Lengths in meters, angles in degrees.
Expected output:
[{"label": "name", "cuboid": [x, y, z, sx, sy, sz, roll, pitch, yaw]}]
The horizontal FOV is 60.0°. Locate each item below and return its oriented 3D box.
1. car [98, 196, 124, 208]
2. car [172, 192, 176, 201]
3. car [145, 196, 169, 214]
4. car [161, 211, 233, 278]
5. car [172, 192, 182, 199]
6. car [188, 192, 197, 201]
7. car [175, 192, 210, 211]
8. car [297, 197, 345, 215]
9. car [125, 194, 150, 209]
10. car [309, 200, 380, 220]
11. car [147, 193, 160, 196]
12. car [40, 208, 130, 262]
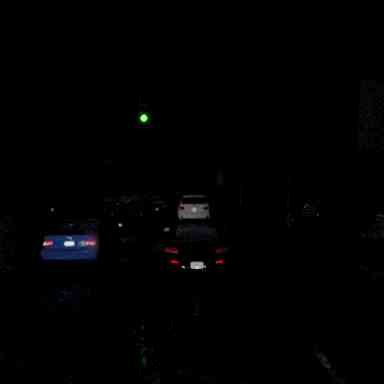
[{"label": "car", "cuboid": [-10.513, 1.444, 42.927, 1.812, 1.442, 4.674, 0, 0, 0]}, {"label": "car", "cuboid": [-3.392, 1.190, 72.964, 2.033, 1.411, 5.357, 0, 1, 0]}, {"label": "car", "cuboid": [-3.344, 1.460, 34.124, 1.812, 1.442, 4.674, 0, 0, 0]}, {"label": "car", "cuboid": [0.117, 1.508, 9.920, 1.812, 1.442, 4.674, 0, 0, 0]}, {"label": "car", "cuboid": [-3.759, 0.819, 83.492, 1.882, 1.535, 5.008, 0, 1, -8]}, {"label": "car", "cuboid": [0.106, 0.998, 73.693, 2.097, 1.767, 4.553, 0, 1, 0]}, {"label": "car", "cuboid": [0.131, 1.177, 23.886, 2.150, 2.045, 5.566, 0, 0, 0]}, {"label": "car", "cuboid": [12.059, 1.291, 30.447, 4.553, 1.767, 2.097, 0, 0, -3]}, {"label": "car", "cuboid": [-7.008, 1.394, 43.549, 1.882, 1.535, 5.008, 0, 0, 0]}, {"label": "car", "cuboid": [12.399, 1.547, 26.961, 4.718, 1.301, 1.895, 0, 0, -3]}, {"label": "car", "cuboid": [-6.897, 1.285, 63.002, 1.882, 1.535, 5.008, 0, 1, 0]}, {"label": "car", "cuboid": [-3.709, 1.527, 12.059, 2.033, 1.411, 5.357, 0, 0, -4]}]
